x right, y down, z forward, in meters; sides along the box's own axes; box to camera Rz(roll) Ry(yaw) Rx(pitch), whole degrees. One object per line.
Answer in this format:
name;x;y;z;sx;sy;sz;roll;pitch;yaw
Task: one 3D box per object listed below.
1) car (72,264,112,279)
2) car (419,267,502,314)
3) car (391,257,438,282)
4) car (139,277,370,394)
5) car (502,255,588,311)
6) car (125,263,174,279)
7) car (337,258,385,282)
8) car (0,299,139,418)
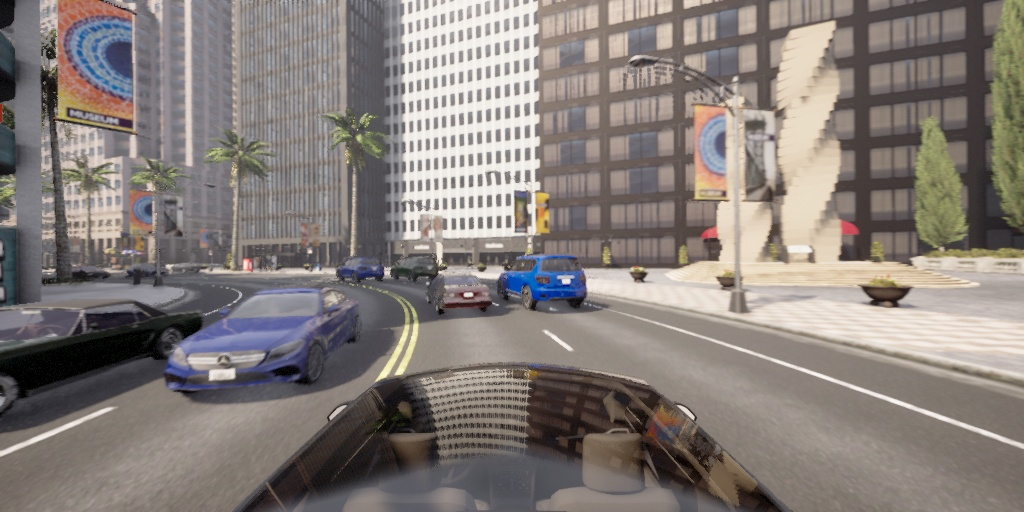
car;-45.336;1.822;38.210;5.357;1.411;2.033;-1;0;19
car;-2.281;1.348;14.266;2.033;1.411;5.357;0;0;-19
car;-8.413;1.119;30.903;2.150;2.045;5.566;0;0;-42
car;-4.296;1.330;7.056;1.812;1.442;4.674;0;0;-11
car;1.048;0.991;15.025;2.150;2.045;5.566;0;0;-18
car;-41.070;1.589;40.415;4.553;1.767;2.097;-1;0;20
car;-12.918;1.162;30.538;5.566;2.045;2.150;-1;0;44
car;-7.512;1.433;5.725;1.895;1.301;4.718;-1;0;-9
